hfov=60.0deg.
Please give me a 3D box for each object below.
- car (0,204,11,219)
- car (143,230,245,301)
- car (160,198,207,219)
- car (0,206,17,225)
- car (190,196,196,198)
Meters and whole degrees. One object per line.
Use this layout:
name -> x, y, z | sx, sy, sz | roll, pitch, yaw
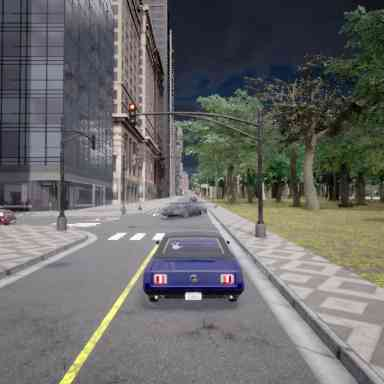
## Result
car -> -18.935, 1.726, 29.808 | 4.313, 1.339, 1.947 | 0, -1, 0
car -> 0.023, 1.607, 8.262 | 1.895, 1.301, 4.718 | 0, 0, 0
car -> -0.670, 1.621, 30.230 | 2.033, 1.411, 5.357 | 0, 1, 31
car -> -13.491, 1.371, 21.284 | 4.097, 1.590, 1.967 | 0, -2, -1
car -> 0.207, 1.801, 81.884 | 2.033, 1.411, 5.357 | 0, 0, 0
